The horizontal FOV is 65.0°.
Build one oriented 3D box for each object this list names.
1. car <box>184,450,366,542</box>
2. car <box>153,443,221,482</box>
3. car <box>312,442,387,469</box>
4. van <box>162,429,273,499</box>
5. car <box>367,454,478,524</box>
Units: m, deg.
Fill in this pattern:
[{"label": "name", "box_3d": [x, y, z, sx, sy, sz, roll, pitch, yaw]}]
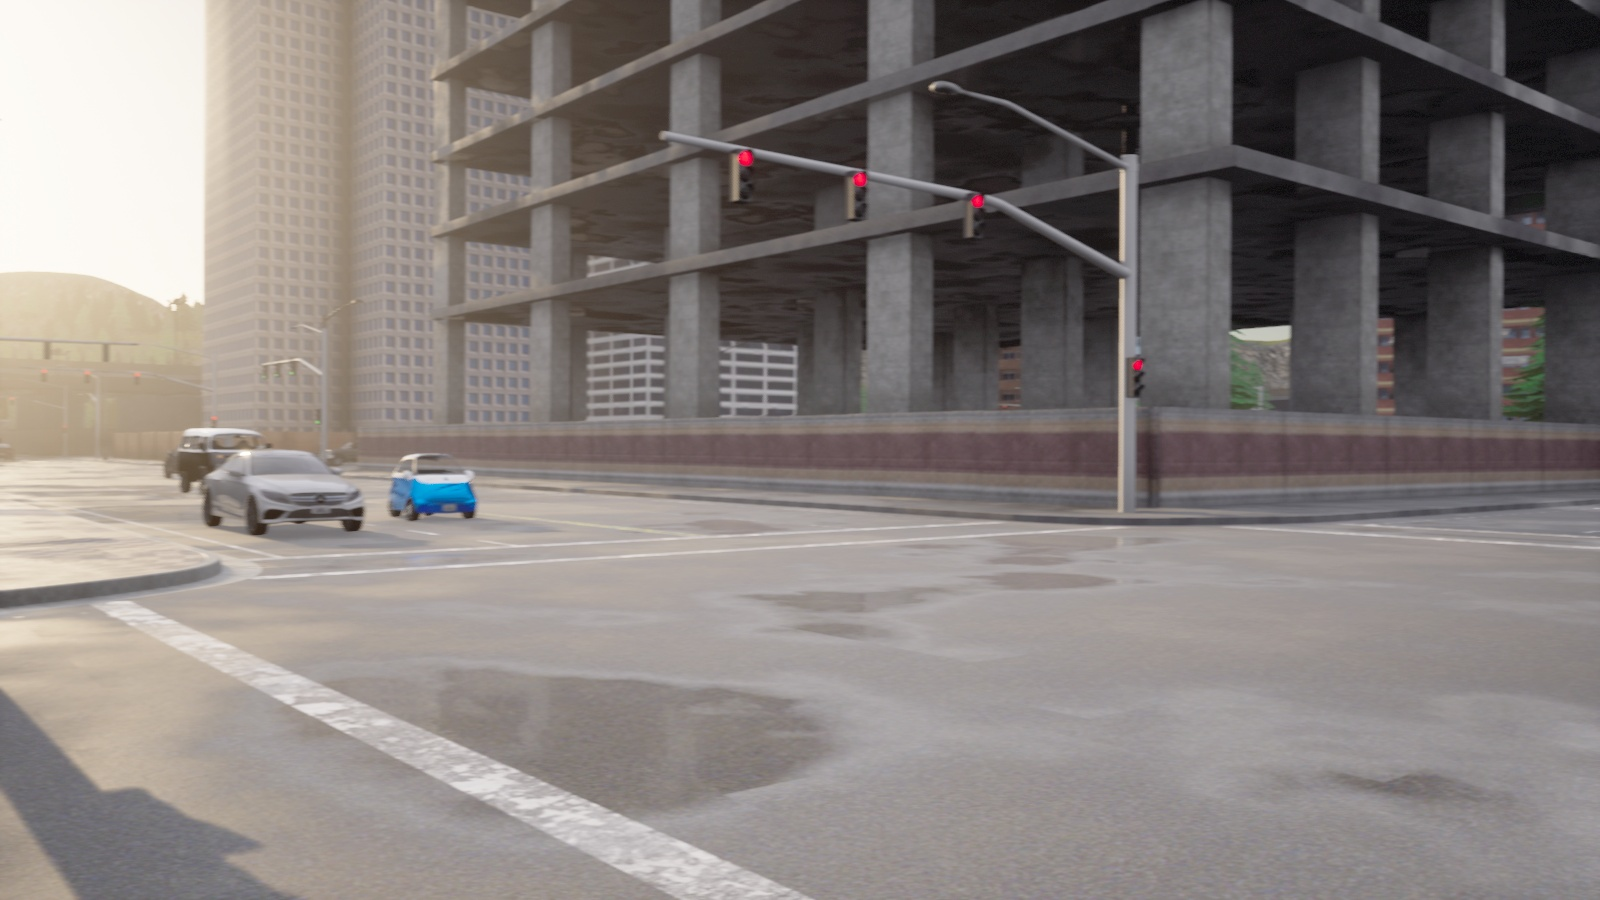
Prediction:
[{"label": "car", "box_3d": [-9.642, 0.751, 22.837, 1.812, 1.442, 4.674, 0, 1, -39]}, {"label": "car", "box_3d": [-27.025, 0.521, 55.322, 1.851, 1.617, 3.988, 0, 0, -39]}, {"label": "car", "box_3d": [-31.516, 0.351, 87.924, 4.605, 1.855, 1.932, 0, 0, -39]}, {"label": "van", "box_3d": [-17.986, 0.399, 38.652, 2.069, 2.038, 4.480, 0, 0, -39]}, {"label": "car", "box_3d": [-7.908, 0.774, 26.253, 1.481, 1.376, 2.207, 0, 0, -39]}]
